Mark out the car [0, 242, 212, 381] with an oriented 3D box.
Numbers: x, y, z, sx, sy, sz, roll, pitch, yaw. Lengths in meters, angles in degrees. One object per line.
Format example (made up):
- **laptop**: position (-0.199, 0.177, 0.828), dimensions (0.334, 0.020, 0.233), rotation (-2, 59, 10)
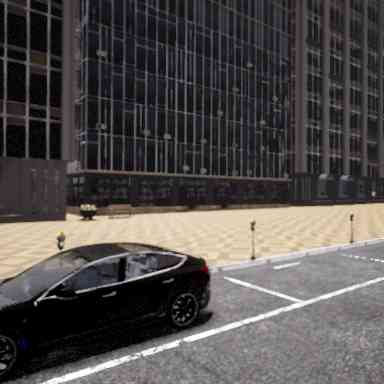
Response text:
- **car**: position (-1.624, 1.565, 5.390), dimensions (4.313, 1.339, 1.947), rotation (0, 1, -35)
